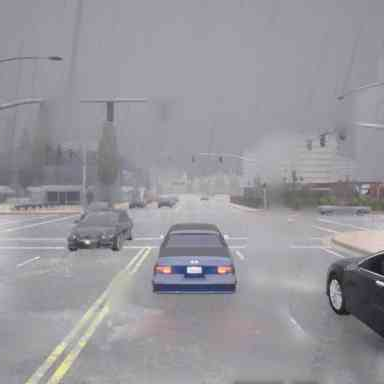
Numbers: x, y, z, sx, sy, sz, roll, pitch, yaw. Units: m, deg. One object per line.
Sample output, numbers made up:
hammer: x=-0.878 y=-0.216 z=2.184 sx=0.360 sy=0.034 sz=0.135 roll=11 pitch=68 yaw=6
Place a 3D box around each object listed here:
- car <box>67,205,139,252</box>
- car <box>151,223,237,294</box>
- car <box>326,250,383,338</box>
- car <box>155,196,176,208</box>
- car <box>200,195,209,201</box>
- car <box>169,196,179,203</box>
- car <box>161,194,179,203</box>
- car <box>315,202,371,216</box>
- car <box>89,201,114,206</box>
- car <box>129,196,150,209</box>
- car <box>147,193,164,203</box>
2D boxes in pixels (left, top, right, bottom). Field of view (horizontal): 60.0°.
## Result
car: x=-3.649 y=1.505 z=14.025 sx=1.837 sy=1.490 sz=4.892 roll=0 pitch=0 yaw=0
car: x=0.052 y=1.547 z=8.906 sx=2.033 sy=1.411 sz=5.357 roll=0 pitch=0 yaw=0
car: x=3.546 y=1.505 z=4.662 sx=1.837 sy=1.490 sz=4.892 roll=0 pitch=0 yaw=0
car: x=-3.763 y=1.601 z=47.583 sx=1.895 sy=1.301 sz=4.718 roll=0 pitch=0 yaw=0
car: x=3.207 y=1.553 z=84.585 sx=1.994 sy=1.385 sz=4.181 roll=0 pitch=0 yaw=0
car: x=-3.740 y=1.561 z=69.354 sx=1.994 sy=1.385 sz=4.181 roll=0 pitch=0 yaw=0
car: x=-3.781 y=1.491 z=56.853 sx=2.128 sy=1.511 sz=4.902 roll=0 pitch=0 yaw=0
car: x=14.337 y=1.601 z=31.831 sx=4.718 sy=1.301 sz=1.895 roll=0 pitch=0 yaw=1
car: x=-7.191 y=1.507 z=26.229 sx=1.837 sy=1.490 sz=4.892 roll=0 pitch=-1 yaw=0
car: x=-7.254 y=1.601 z=44.966 sx=1.895 sy=1.301 sz=4.718 roll=0 pitch=0 yaw=0
car: x=-7.268 y=1.224 z=63.564 sx=2.150 sy=2.045 sz=5.566 roll=0 pitch=0 yaw=0
